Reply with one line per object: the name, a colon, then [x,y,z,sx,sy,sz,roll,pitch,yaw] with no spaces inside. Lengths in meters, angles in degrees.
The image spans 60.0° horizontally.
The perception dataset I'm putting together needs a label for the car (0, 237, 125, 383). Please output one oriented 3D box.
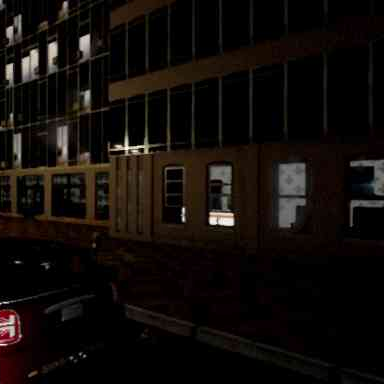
car: [-2.970,1.406,4.991,4.097,1.590,1.967,0,0,35]
